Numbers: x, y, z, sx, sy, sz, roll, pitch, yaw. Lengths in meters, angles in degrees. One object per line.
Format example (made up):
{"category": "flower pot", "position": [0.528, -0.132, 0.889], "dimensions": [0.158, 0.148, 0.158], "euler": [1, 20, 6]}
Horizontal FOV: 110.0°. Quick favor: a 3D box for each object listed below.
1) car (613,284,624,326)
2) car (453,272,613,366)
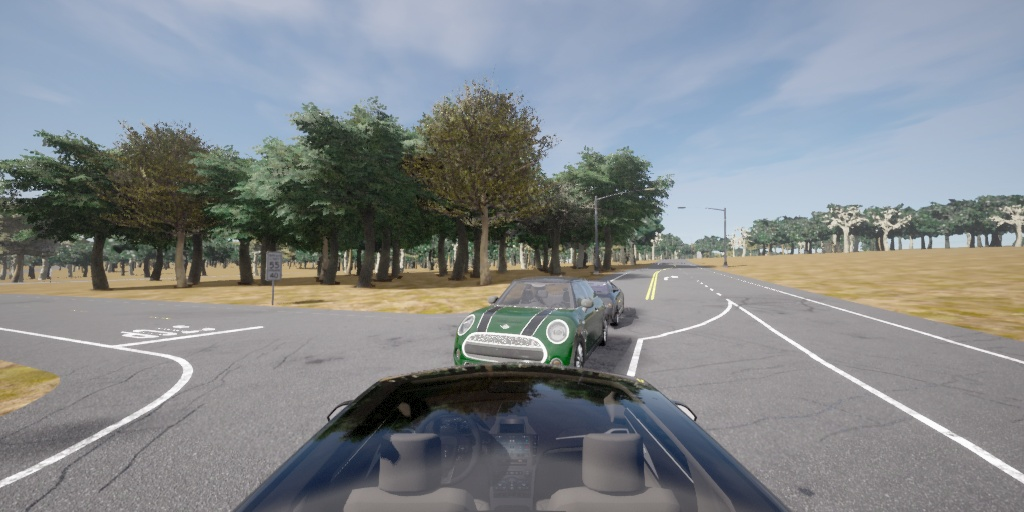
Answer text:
{"category": "car", "position": [2.895, 1.555, 12.918], "dimensions": [1.994, 1.385, 4.181], "euler": [-2, 0, 22]}
{"category": "car", "position": [0.674, 1.222, 7.484], "dimensions": [2.097, 1.767, 4.553], "euler": [-1, -2, 22]}
